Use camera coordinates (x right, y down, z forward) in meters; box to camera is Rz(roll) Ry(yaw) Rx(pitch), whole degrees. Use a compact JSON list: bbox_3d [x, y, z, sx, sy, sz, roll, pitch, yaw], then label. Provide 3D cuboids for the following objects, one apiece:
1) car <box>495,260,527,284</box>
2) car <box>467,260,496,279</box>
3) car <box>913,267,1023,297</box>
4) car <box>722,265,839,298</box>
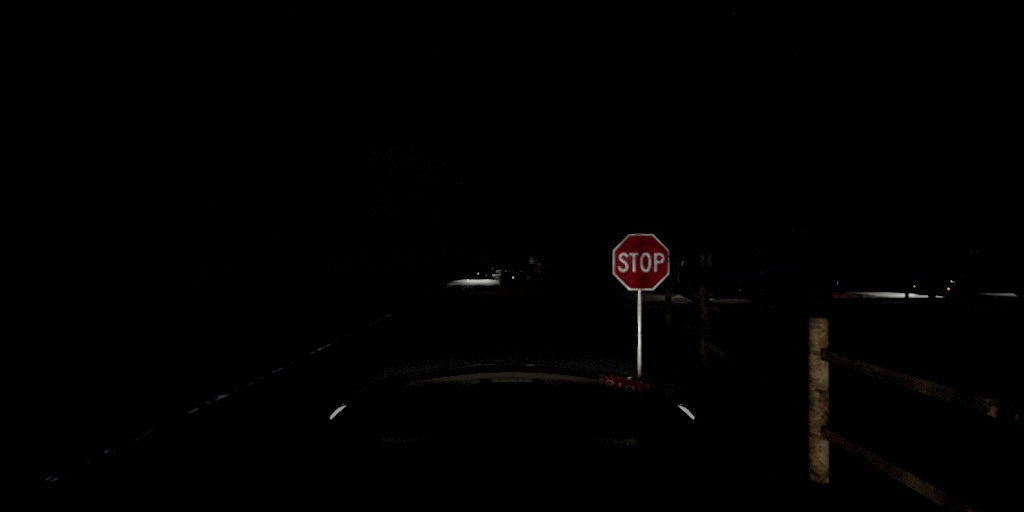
[{"bbox_3d":[0.083,1.259,27.067,2.128,1.511,4.902,0,0,0],"label":"car"},{"bbox_3d":[-2.857,1.332,32.518,1.994,1.385,4.181,0,0,1],"label":"car"},{"bbox_3d":[22.634,1.238,17.704,4.181,1.385,1.994,0,-1,0],"label":"car"},{"bbox_3d":[12.979,1.193,17.503,5.008,1.535,1.882,0,-1,-2],"label":"car"}]
